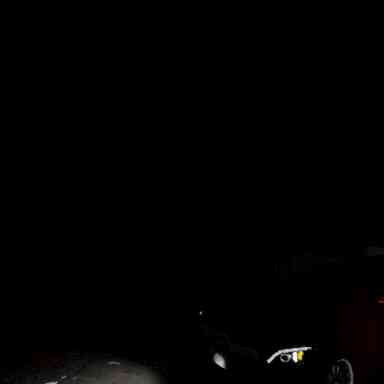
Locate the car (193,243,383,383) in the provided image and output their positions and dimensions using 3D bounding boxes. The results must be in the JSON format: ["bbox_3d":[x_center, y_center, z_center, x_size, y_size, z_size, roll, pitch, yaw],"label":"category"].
[{"bbox_3d":[2.202,1.552,4.913,4.674,1.442,1.812,0,0,-35],"label":"car"}]
